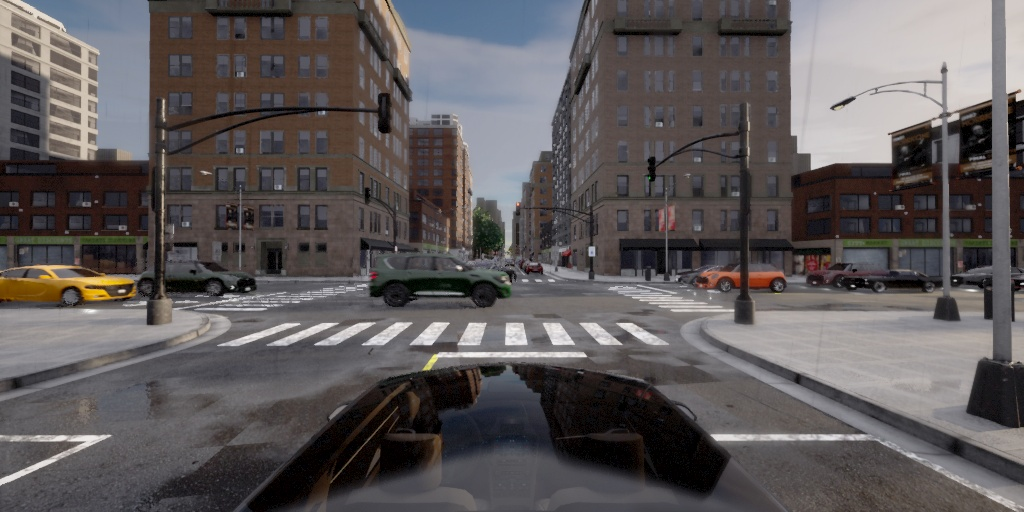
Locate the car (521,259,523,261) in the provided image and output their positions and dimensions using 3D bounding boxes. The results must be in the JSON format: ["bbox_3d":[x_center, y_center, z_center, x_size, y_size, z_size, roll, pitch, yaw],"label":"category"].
[{"bbox_3d":[2.399,1.355,45.446,1.948,1.339,4.313,0,0,-1],"label":"car"}]

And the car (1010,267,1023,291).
[{"bbox_3d":[32.316,1.479,21.303,4.181,1.385,1.994,0,0,-1],"label":"car"}]

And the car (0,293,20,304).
[{"bbox_3d":[-5.855,1.189,1.486,1.967,1.591,4.097,0,0,0],"label":"car"}]

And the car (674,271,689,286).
[{"bbox_3d":[13.691,1.348,24.431,4.902,1.511,2.128,0,0,0],"label":"car"}]

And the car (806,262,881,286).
[{"bbox_3d":[22.885,1.250,24.486,4.553,1.767,2.097,0,0,-1],"label":"car"}]

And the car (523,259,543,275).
[{"bbox_3d":[2.461,1.324,39.940,1.888,1.381,4.507,0,0,-1],"label":"car"}]

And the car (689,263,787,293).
[{"bbox_3d":[13.391,1.181,21.163,4.553,1.767,2.097,0,0,0],"label":"car"}]

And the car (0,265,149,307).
[{"bbox_3d":[-17.986,1.116,14.216,5.008,1.535,1.882,0,0,0],"label":"car"}]

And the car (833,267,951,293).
[{"bbox_3d":[22.377,1.470,21.232,4.718,1.301,1.895,0,0,-1],"label":"car"}]

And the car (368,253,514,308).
[{"bbox_3d":[-2.803,0.923,14.331,5.566,2.045,2.150,0,0,0],"label":"car"}]

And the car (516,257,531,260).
[{"bbox_3d":[2.273,1.128,56.459,2.192,1.841,5.009,0,0,-1],"label":"car"}]

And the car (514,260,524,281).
[{"bbox_3d":[-1.404,1.252,24.908,2.128,1.511,4.902,0,0,27],"label":"car"}]

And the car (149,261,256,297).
[{"bbox_3d":[-15.250,1.029,17.570,4.553,1.767,2.097,0,0,-2],"label":"car"}]

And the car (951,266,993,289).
[{"bbox_3d":[32.769,1.448,24.556,4.892,1.490,1.837,0,0,0],"label":"car"}]

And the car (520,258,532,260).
[{"bbox_3d":[2.334,1.325,51.123,1.751,1.417,4.829,0,0,-1],"label":"car"}]
